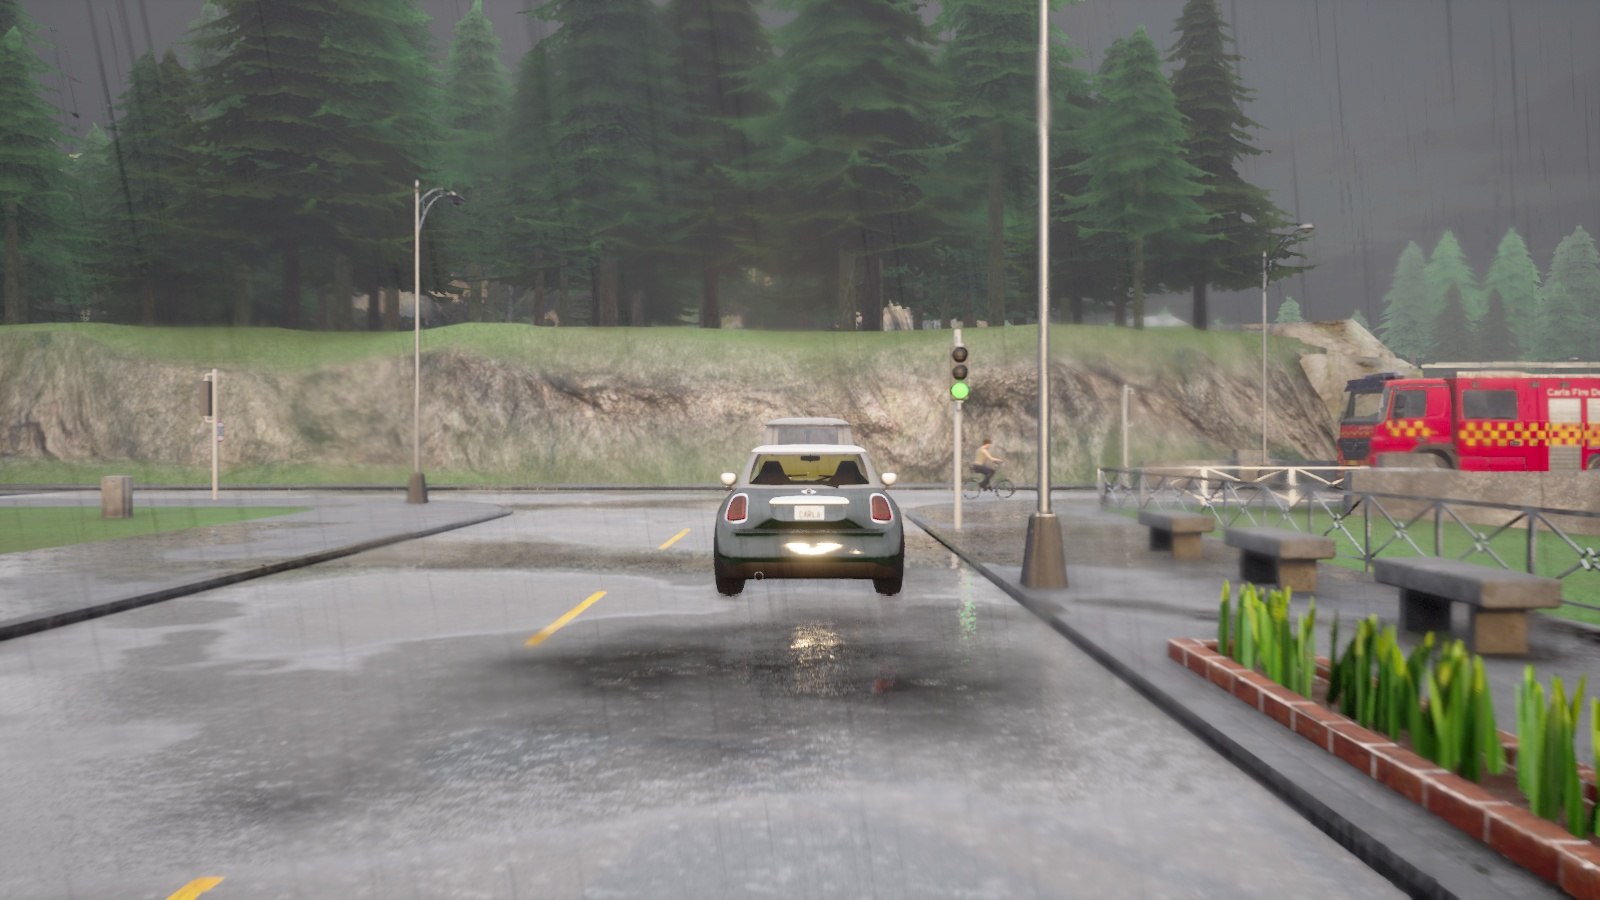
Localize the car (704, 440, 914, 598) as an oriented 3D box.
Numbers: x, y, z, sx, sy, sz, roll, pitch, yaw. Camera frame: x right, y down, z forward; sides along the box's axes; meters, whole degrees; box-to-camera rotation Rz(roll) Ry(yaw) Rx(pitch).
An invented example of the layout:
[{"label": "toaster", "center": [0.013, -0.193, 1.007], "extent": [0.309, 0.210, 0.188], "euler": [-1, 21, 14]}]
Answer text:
[{"label": "car", "center": [0.094, 0.635, 13.651], "extent": [1.970, 1.475, 3.806], "euler": [0, 0, 0]}]

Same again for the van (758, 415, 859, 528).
[{"label": "van", "center": [0.154, 0.364, 24.303], "extent": [1.775, 1.987, 4.442], "euler": [0, 0, 0]}]

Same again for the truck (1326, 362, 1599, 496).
[{"label": "truck", "center": [20.443, -0.612, 37.266], "extent": [8.468, 3.827, 2.891], "euler": [0, 0, 0]}]

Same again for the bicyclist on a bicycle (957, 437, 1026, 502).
[{"label": "bicyclist on a bicycle", "center": [4.961, 0.503, 32.572], "extent": [1.509, 1.612, 0.866], "euler": [0, 3, -19]}]
